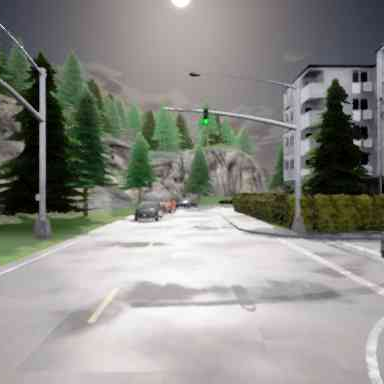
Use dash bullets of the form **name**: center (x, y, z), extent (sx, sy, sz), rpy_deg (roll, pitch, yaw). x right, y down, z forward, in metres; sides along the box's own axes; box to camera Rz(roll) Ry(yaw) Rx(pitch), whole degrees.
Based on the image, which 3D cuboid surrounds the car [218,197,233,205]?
- **car**: center (6.620, 1.576, 57.273), extent (4.718, 1.301, 1.895), rpy_deg (0, 0, -45)

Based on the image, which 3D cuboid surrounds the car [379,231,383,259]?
- **car**: center (8.026, 1.474, 9.406), extent (5.008, 1.535, 1.882), rpy_deg (0, -1, -4)

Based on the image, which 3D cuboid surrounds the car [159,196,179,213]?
- **car**: center (-3.056, 1.336, 36.434), extent (2.097, 1.767, 4.553), rpy_deg (0, 0, 6)

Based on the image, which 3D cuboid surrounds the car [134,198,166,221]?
- **car**: center (-3.491, 1.493, 27.277), extent (1.837, 1.490, 4.892), rpy_deg (0, 0, 1)

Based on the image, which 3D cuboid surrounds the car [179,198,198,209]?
- **car**: center (-0.723, 1.544, 46.097), extent (1.994, 1.385, 4.181), rpy_deg (0, 0, 23)
